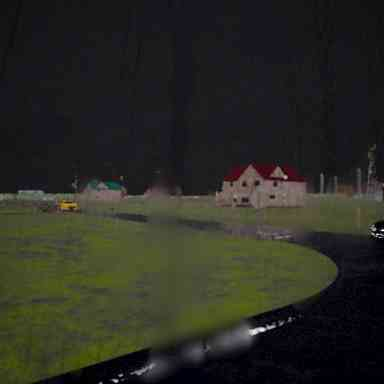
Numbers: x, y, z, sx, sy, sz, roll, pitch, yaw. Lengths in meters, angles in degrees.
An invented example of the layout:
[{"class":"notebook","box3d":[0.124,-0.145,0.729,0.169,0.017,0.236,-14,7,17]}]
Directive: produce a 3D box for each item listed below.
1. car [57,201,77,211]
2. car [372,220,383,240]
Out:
[{"class":"car","box3d":[-18.744,2.044,49.962,1.882,1.535,5.008,2,-2,-36]},{"class":"car","box3d":[11.186,1.640,15.565,4.892,1.490,1.837,0,4,19]}]
